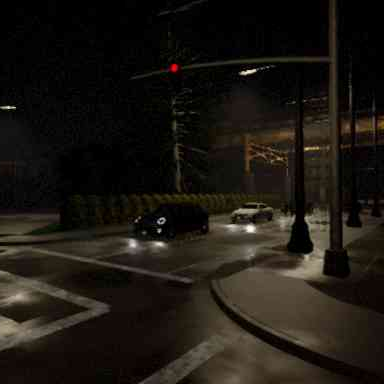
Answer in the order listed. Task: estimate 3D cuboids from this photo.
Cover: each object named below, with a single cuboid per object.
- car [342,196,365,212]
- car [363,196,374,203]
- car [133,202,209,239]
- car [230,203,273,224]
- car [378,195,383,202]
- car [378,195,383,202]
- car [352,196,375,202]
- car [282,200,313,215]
[{"bbox_3d":[17.597,1.529,37.138,1.812,1.442,4.674,-1,0,36],"label":"car"},{"bbox_3d":[34.157,1.487,66.381,4.974,1.542,2.038,0,0,-29],"label":"car"},{"bbox_3d":[-1.001,1.384,17.780,2.097,1.767,4.553,-1,0,36],"label":"car"},{"bbox_3d":[4.705,1.558,25.633,1.812,1.442,4.674,-1,0,36],"label":"car"},{"bbox_3d":[37.358,1.296,63.742,1.853,1.218,4.536,0,0,16],"label":"car"},{"bbox_3d":[37.346,1.454,63.692,2.038,1.542,4.974,0,0,16],"label":"car"},{"bbox_3d":[34.201,1.329,66.408,4.536,1.218,1.853,0,0,-29],"label":"car"},{"bbox_3d":[10.871,1.510,34.126,1.882,1.535,5.008,-1,0,36],"label":"car"}]
